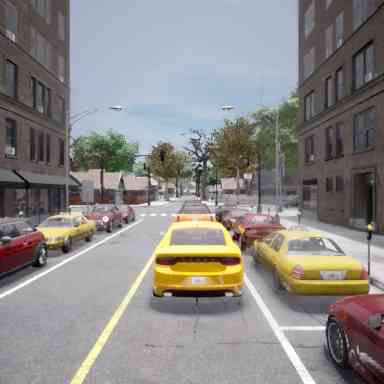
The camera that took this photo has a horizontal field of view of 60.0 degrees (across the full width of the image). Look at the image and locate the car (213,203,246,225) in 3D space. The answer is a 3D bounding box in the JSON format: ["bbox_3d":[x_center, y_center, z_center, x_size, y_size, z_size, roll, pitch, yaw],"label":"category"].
[{"bbox_3d":[2.710,1.582,24.948,1.947,1.339,4.313,0,0,0],"label":"car"}]

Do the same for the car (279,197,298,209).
[{"bbox_3d":[14.389,1.464,44.628,4.674,1.442,1.812,0,0,2],"label":"car"}]

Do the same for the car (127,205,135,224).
[{"bbox_3d":[-5.315,1.598,24.971,1.802,1.307,4.206,0,0,0],"label":"car"}]

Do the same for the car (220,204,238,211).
[{"bbox_3d":[2.693,1.594,19.430,1.802,1.307,4.206,0,0,0],"label":"car"}]

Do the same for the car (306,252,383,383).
[{"bbox_3d":[2.644,1.583,2.875,1.802,1.307,4.206,0,0,0],"label":"car"}]

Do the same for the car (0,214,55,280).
[{"bbox_3d":[-5.365,1.444,8.415,1.967,1.590,4.097,0,0,0],"label":"car"}]

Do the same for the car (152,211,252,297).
[{"bbox_3d":[0.127,1.482,8.610,1.882,1.535,5.008,0,0,0],"label":"car"}]

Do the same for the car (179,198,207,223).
[{"bbox_3d":[0.079,1.370,26.634,2.097,1.767,4.553,0,0,0],"label":"car"}]

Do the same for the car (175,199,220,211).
[{"bbox_3d":[0.152,1.363,17.792,2.097,1.767,4.553,0,0,0],"label":"car"}]

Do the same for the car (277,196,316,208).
[{"bbox_3d":[14.975,1.427,47.886,4.902,1.511,2.128,0,0,0],"label":"car"}]

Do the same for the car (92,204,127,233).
[{"bbox_3d":[-5.332,1.452,19.452,1.967,1.590,4.097,0,0,0],"label":"car"}]

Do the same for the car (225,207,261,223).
[{"bbox_3d":[2.677,1.552,13.912,1.887,1.381,4.507,0,0,0],"label":"car"}]

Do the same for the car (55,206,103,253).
[{"bbox_3d":[-5.349,1.533,13.763,1.752,1.417,4.829,0,0,0],"label":"car"}]

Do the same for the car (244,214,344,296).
[{"bbox_3d":[2.661,1.529,8.564,1.752,1.417,4.829,0,0,0],"label":"car"}]
